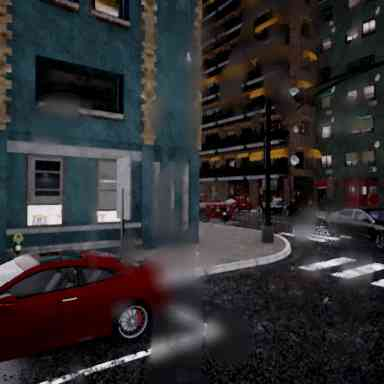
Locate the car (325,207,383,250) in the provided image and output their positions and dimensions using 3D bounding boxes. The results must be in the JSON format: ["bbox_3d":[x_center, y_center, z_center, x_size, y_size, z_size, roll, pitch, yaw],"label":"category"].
[{"bbox_3d":[7.873,1.458,14.538,2.128,1.511,4.902,1,1,-13],"label":"car"}]

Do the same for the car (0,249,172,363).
[{"bbox_3d":[-2.280,1.582,4.925,4.206,1.307,1.802,0,0,-36],"label":"car"}]

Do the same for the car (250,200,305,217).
[{"bbox_3d":[7.389,1.347,27.926,1.947,1.339,4.313,2,0,-36],"label":"car"}]

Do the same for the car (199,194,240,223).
[{"bbox_3d":[0.588,1.030,23.040,2.192,1.841,5.009,2,0,-36],"label":"car"}]

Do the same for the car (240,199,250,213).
[{"bbox_3d":[4.119,1.282,32.436,1.802,1.307,4.206,2,0,-36],"label":"car"}]
